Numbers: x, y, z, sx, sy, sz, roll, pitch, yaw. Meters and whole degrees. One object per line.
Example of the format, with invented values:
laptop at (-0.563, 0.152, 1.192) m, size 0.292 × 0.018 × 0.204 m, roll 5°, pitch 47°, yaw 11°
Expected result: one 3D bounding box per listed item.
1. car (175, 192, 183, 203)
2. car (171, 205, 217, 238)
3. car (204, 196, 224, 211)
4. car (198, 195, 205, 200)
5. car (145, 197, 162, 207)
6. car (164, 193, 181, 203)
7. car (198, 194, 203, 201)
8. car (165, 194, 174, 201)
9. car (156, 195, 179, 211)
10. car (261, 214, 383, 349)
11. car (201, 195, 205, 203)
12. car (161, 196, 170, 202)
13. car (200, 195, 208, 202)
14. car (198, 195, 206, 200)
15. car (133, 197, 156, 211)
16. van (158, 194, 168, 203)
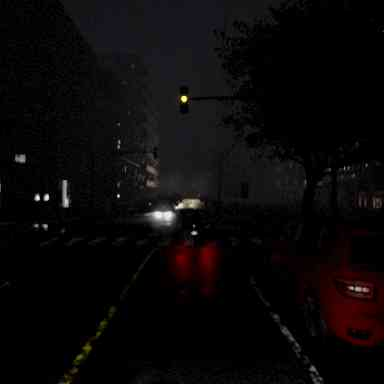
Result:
car at (-3.020, 1.132, 66.717) m, size 2.150 × 2.045 × 5.566 m, roll 0°, pitch 1°, yaw 0°
car at (0.099, 1.569, 17.419) m, size 1.895 × 1.301 × 4.718 m, roll 0°, pitch 0°, yaw 0°
car at (2.687, 1.483, 38.609) m, size 1.887 × 1.381 × 4.507 m, roll 0°, pitch 0°, yaw 0°
car at (2.679, 1.458, 93.936) m, size 2.008 × 1.369 × 4.403 m, roll 0°, pitch 0°, yaw 0°
car at (-5.695, 1.478, 49.674) m, size 2.008 × 1.369 × 4.403 m, roll 0°, pitch 0°, yaw 0°
car at (-3.086, 1.404, 51.669) m, size 1.882 × 1.535 × 5.008 m, roll 0°, pitch 1°, yaw 0°
car at (2.683, 1.498, 66.272) m, size 1.802 × 1.307 × 4.206 m, roll 0°, pitch 0°, yaw 0°
car at (-5.700, 1.348, 82.870) m, size 1.967 × 1.590 × 4.097 m, roll 0°, pitch 0°, yaw 0°
car at (-3.098, 1.429, 39.506) m, size 2.128 × 1.511 × 4.902 m, roll 0°, pitch 0°, yaw 2°
car at (2.692, 1.303, 6.221) m, size 2.192 × 1.841 × 5.009 m, roll 0°, pitch 0°, yaw 0°
car at (2.685, 1.453, 49.845) m, size 1.752 × 1.417 × 4.829 m, roll 0°, pitch 0°, yaw 0°
car at (-5.698, 1.495, 71.804) m, size 1.802 × 1.307 × 4.206 m, roll 0°, pitch 0°, yaw 0°
car at (2.681, 1.436, 77.508) m, size 1.752 × 1.417 × 4.829 m, roll 0°, pitch 0°, yaw 0°
car at (2.680, 1.452, 88.404) m, size 1.887 × 1.381 × 4.507 m, roll 0°, pitch 0°, yaw 0°
car at (-5.693, 1.489, 38.608) m, size 2.008 × 1.369 × 4.403 m, roll 0°, pitch 0°, yaw 0°
van at (-5.697, 1.257, 66.272) m, size 1.690 × 1.788 × 3.998 m, roll 0°, pitch 0°, yaw 0°
